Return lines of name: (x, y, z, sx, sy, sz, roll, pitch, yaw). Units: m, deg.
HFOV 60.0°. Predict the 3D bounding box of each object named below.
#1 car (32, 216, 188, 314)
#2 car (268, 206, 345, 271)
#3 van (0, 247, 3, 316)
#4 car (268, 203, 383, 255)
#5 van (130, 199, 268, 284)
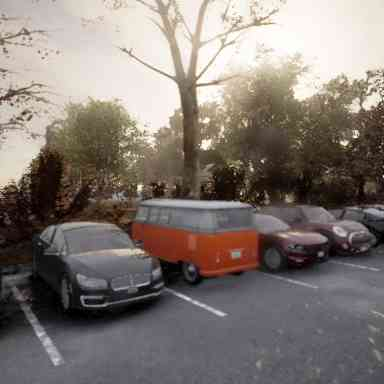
car: (-2.454, 1.461, 7.842, 2.231, 1.521, 4.892, -1, 0, -35)
car: (2.043, 1.414, 11.047, 2.097, 1.535, 5.008, -1, 0, -35)
van: (-4.821, 1.258, 6.293, 1.878, 1.987, 4.442, -1, 0, -35)
car: (4.327, 1.265, 12.706, 2.185, 1.767, 4.553, -1, 0, -35)
van: (-0.218, 1.211, 9.570, 1.878, 1.987, 4.442, 0, 0, -35)
